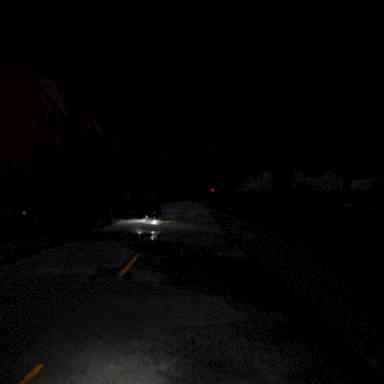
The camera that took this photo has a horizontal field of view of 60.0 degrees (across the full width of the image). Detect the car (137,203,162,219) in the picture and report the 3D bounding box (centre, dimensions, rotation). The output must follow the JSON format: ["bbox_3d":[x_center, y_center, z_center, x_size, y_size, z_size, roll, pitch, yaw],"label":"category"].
[{"bbox_3d":[-4.058,1.822,32.583,2.033,1.411,5.357,0,0,0],"label":"car"}]
